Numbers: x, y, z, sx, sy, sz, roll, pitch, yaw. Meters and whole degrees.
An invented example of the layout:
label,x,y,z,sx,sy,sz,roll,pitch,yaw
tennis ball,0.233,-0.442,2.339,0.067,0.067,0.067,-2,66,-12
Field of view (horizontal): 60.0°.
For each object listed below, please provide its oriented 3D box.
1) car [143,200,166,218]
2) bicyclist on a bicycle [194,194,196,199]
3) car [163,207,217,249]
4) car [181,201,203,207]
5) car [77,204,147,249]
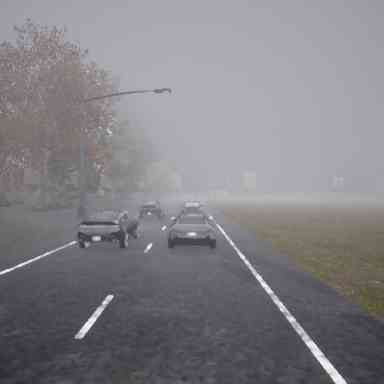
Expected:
label,x,y,z,sx,sy,sz,roll,pitch,yaw
car,-3.500,1.522,29.651,1.837,1.490,4.892,0,0,0
bicyclist on a bicycle,0.964,1.476,95.487,0.582,1.620,1.656,0,0,0
car,0.000,1.575,14.650,1.994,1.385,4.181,0,0,0
car,0.000,1.538,29.651,1.812,1.442,4.674,0,0,0
car,-3.500,1.497,14.651,2.128,1.511,4.902,0,0,0
